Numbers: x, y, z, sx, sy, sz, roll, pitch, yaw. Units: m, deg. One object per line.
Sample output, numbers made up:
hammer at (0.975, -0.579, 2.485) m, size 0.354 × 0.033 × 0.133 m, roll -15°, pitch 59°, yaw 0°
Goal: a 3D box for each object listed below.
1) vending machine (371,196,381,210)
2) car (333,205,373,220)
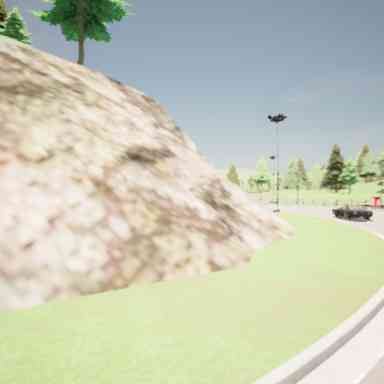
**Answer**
vending machine at (28.182, 1.637, 50.906) m, size 1.100 × 2.100 × 0.880 m, roll 0°, pitch -1°, yaw -9°
car at (14.746, 1.880, 30.831) m, size 1.895 × 1.301 × 4.718 m, roll 0°, pitch -1°, yaw 3°
